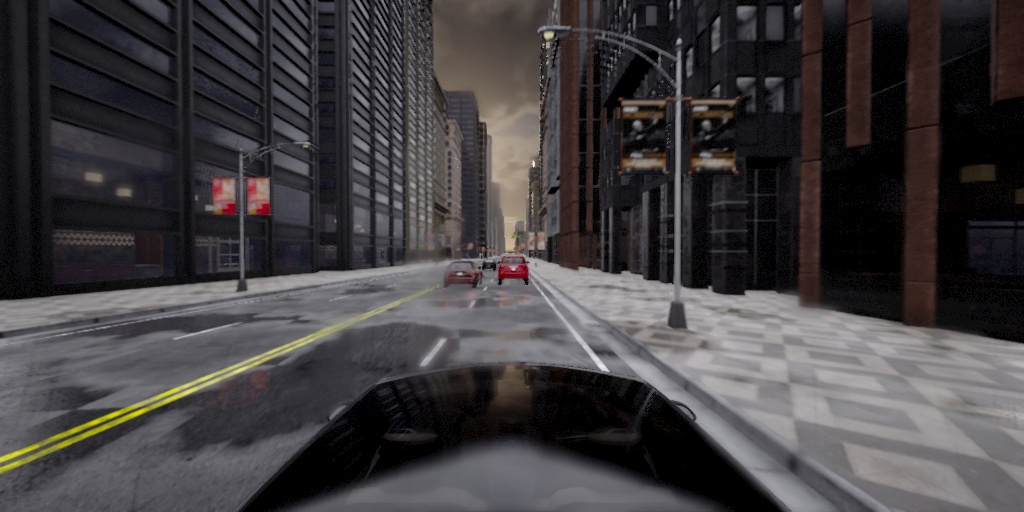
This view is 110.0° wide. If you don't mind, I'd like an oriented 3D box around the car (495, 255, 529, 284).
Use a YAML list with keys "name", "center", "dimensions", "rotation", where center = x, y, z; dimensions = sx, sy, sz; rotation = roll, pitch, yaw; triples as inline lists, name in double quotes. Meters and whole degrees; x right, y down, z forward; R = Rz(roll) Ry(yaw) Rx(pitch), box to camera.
- name: "car"
  center: [0.100, 0.963, 26.993]
  dimensions: [2.150, 2.045, 5.566]
  rotation: [0, 0, 0]

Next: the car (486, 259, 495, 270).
- name: "car"
  center: [-3.150, 1.192, 50.788]
  dimensions: [1.882, 1.535, 5.008]
  rotation: [0, 0, 0]

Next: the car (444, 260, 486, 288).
- name: "car"
  center: [-3.150, 1.097, 23.914]
  dimensions: [2.097, 1.767, 4.553]
  rotation: [0, 0, 0]
